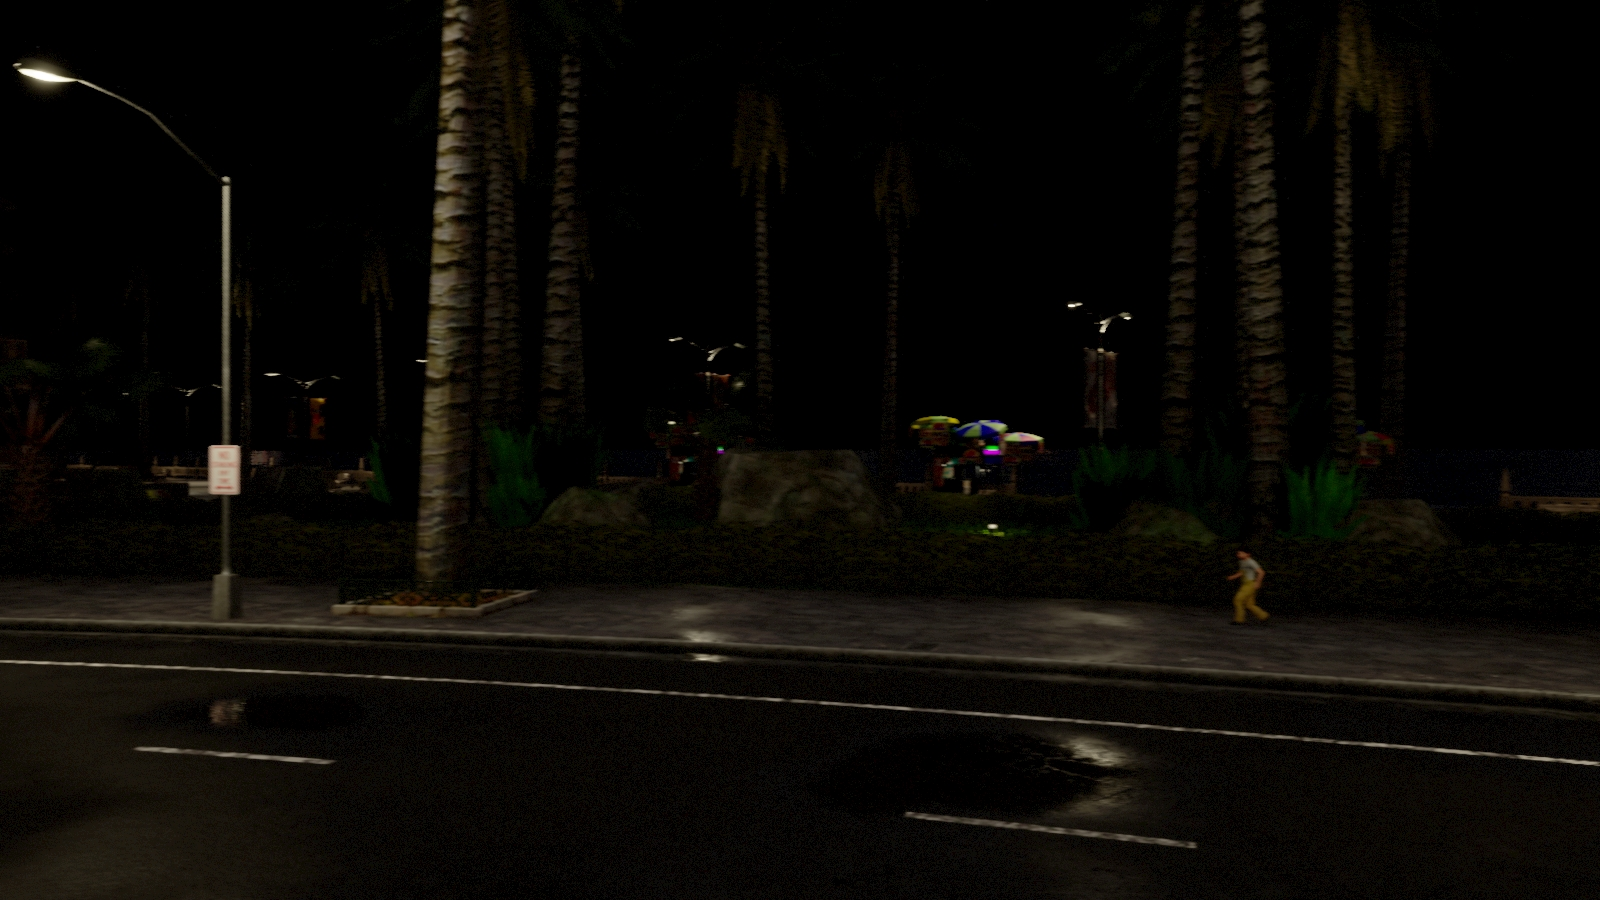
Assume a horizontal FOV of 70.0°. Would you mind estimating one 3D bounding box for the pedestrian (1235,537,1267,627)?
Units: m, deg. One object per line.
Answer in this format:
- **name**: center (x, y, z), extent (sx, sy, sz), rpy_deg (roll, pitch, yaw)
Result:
- **pedestrian**: center (6.722, 1.963, 17.036), extent (0.375, 1.300, 0.375), rpy_deg (0, 0, 8)
